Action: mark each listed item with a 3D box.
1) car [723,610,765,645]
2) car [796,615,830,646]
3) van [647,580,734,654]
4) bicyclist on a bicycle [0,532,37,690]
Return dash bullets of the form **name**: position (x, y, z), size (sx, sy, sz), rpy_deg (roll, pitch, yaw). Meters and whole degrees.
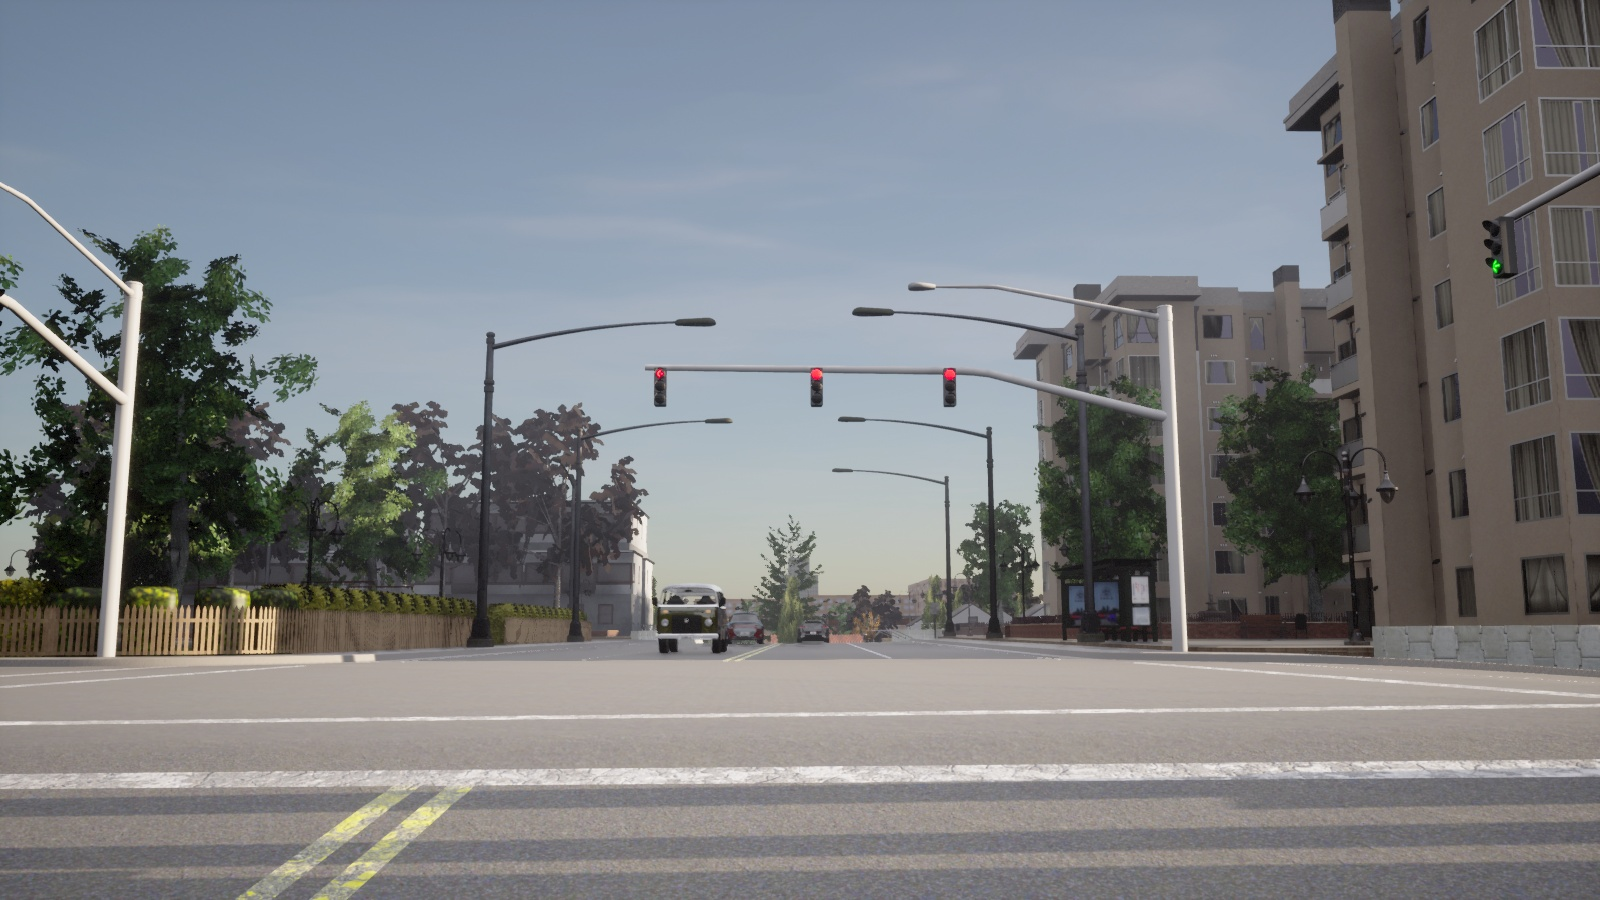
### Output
- **car**: position (-2.822, 8.981, 63.513), size (2.033, 1.649, 4.856), rpy_deg (0, -8, -2)
- **car**: position (0.865, 12.080, 83.822), size (2.152, 1.651, 5.027), rpy_deg (0, -13, 1)
- **van**: position (-3.120, 4.902, 36.704), size (2.069, 2.038, 4.480), rpy_deg (0, -8, 1)
- **bicyclist on a bicycle**: position (-9.981, 1.865, 14.481), size (1.843, 1.776, 0.659), rpy_deg (-1, -8, 0)
